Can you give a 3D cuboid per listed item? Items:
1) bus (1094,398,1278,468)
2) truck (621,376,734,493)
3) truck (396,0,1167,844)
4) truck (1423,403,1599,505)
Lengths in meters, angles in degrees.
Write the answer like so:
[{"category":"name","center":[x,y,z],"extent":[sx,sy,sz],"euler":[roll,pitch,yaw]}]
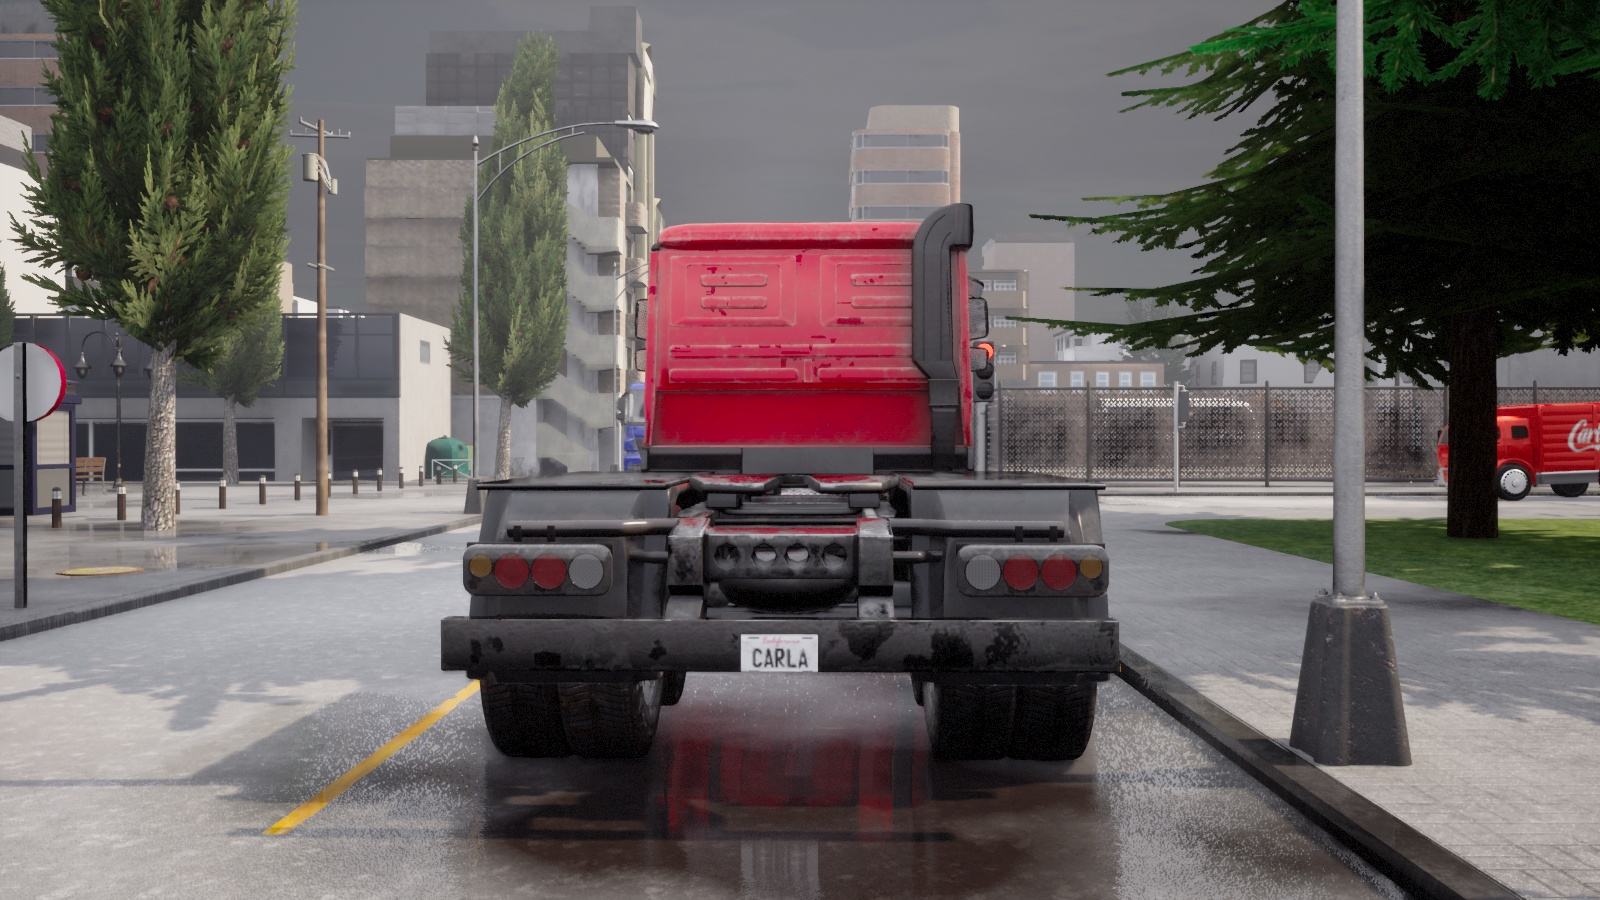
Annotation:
[{"category":"bus","center":[23.857,-1.052,78.208],"extent":[10.273,4.253,3.944],"euler":[0,0,2]},{"category":"truck","center":[-3.835,-0.471,41.124],"extent":[2.891,3.462,7.936],"euler":[0,0,0]},{"category":"truck","center":[0.020,-0.284,8.679],"extent":[2.891,3.462,7.936],"euler":[0,0,1]},{"category":"truck","center":[19.606,0.059,32.894],"extent":[5.204,2.467,2.627],"euler":[-2,0,0]}]
